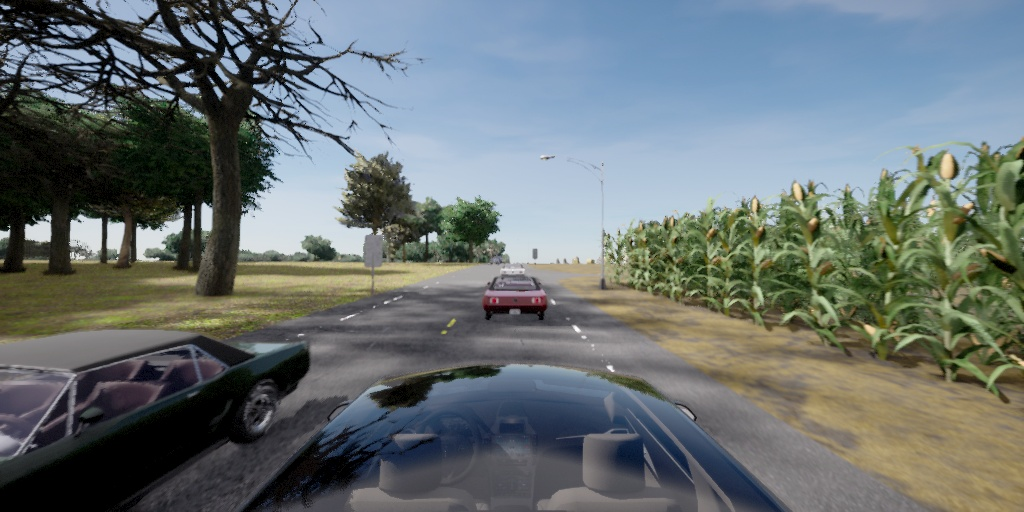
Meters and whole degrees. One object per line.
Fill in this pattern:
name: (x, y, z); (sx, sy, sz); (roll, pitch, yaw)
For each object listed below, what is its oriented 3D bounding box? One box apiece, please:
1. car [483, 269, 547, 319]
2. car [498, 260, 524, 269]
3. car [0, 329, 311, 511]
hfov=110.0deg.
car: (0.079, 1.309, 12.524); (1.895, 1.301, 4.718); (0, 0, 0)
car: (0.078, 1.237, 29.041); (1.895, 1.301, 4.718); (0, 0, 0)
car: (-3.600, 1.348, 2.523); (1.895, 1.301, 4.718); (0, 0, 0)
